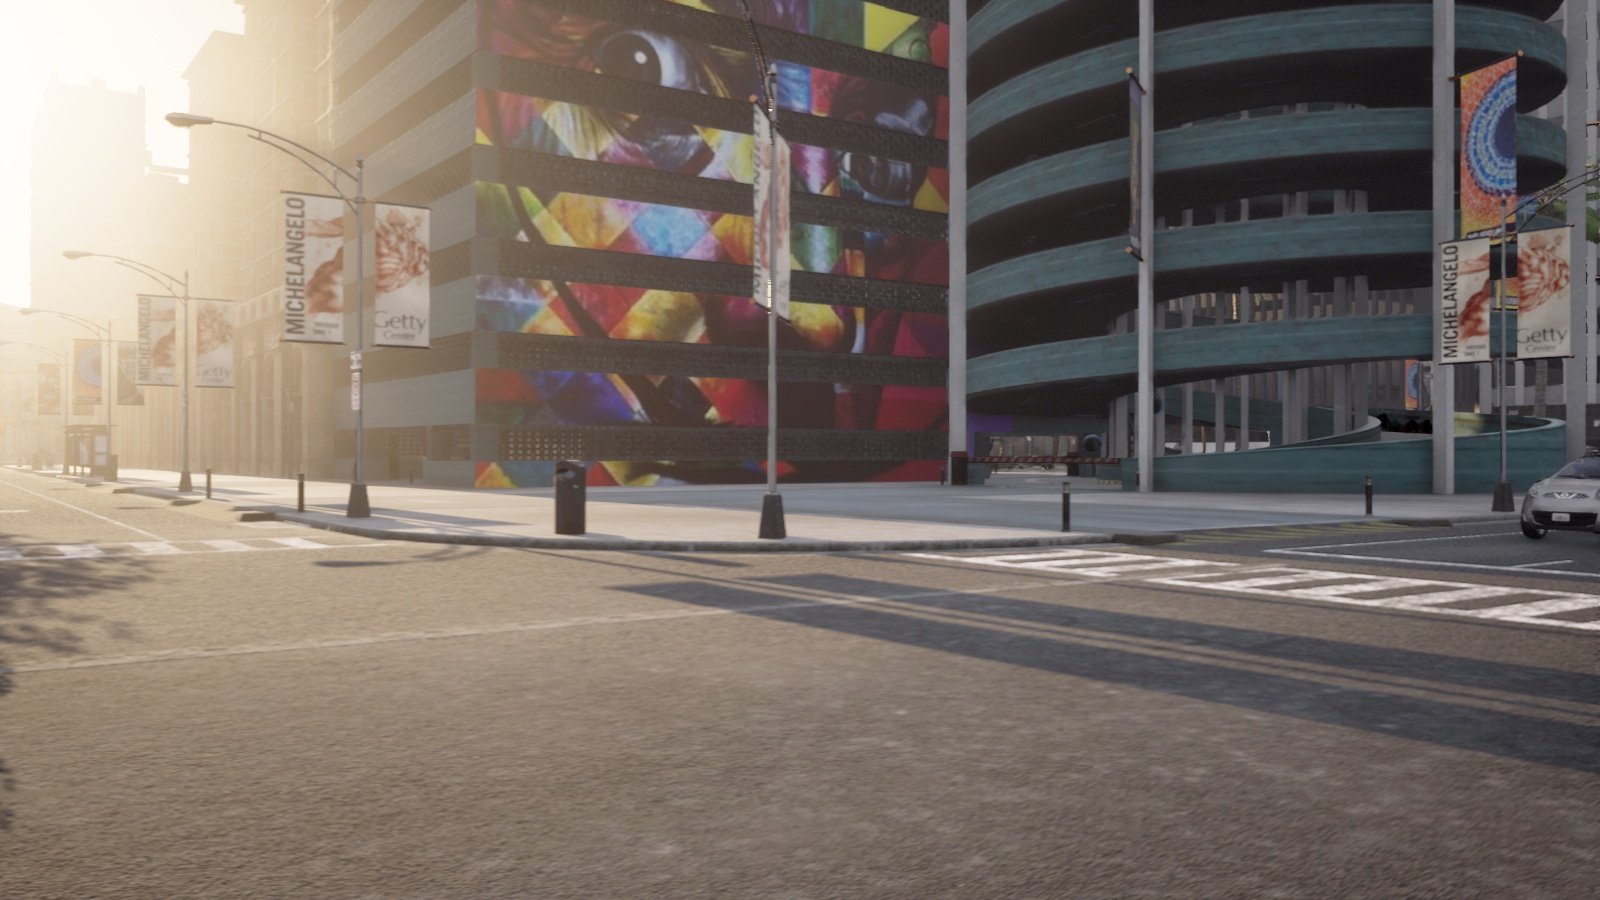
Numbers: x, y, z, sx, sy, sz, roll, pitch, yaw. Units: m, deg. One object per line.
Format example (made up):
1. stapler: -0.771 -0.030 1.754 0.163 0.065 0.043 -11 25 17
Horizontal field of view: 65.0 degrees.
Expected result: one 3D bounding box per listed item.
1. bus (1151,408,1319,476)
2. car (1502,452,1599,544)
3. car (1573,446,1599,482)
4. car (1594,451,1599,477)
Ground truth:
1. bus: 29.071 -0.486 84.504 3.944 4.253 10.273 0 0 -35
2. car: 14.200 0.783 22.078 3.633 1.501 1.845 0 0 -35
3. car: 39.936 0.667 60.592 2.097 1.767 4.553 0 0 -7
4. car: 48.350 0.824 71.881 1.837 1.490 4.892 0 0 -16
